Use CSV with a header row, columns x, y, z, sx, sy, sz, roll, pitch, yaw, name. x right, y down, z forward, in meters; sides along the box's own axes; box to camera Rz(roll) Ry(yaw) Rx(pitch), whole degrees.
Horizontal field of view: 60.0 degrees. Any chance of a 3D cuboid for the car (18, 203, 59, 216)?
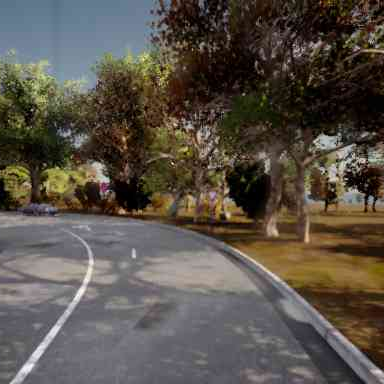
x,y,z,sx,sy,sz,roll,pitch,yaw,name
-16.972,1.893,36.718,5.357,1.411,2.033,0,-1,33,car
